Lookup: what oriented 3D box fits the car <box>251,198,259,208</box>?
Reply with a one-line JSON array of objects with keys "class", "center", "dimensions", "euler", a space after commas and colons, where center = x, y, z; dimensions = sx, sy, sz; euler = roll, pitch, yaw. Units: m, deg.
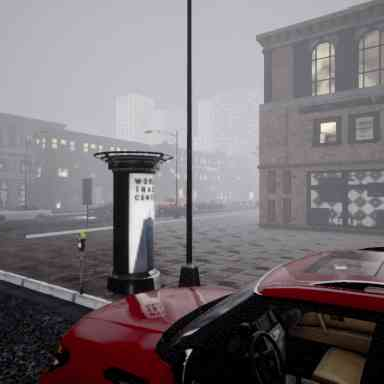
[{"class": "car", "center": [11.142, 1.676, 50.891], "dimensions": [1.967, 1.590, 4.097], "euler": [0, -1, 35]}]

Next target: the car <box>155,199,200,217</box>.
[{"class": "car", "center": [-1.520, 1.669, 32.774], "dimensions": [1.887, 1.381, 4.507], "euler": [0, 0, 35]}]

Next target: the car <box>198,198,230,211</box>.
[{"class": "car", "center": [2.685, 1.778, 43.350], "dimensions": [1.895, 1.301, 4.718], "euler": [0, 0, 35]}]

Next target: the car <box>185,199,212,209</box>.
[{"class": "car", "center": [1.108, 1.756, 51.185], "dimensions": [2.008, 1.369, 4.403], "euler": [0, 0, 35]}]

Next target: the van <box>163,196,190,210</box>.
[{"class": "van", "center": [-2.069, 1.518, 46.665], "dimensions": [1.690, 1.788, 3.998], "euler": [0, 0, 35]}]

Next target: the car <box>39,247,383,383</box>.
[{"class": "car", "center": [1.165, 1.315, 2.044], "dimensions": [5.009, 1.841, 2.192], "euler": [0, 0, 35]}]

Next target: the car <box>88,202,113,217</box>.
[{"class": "car", "center": [-8.312, 1.671, 33.250], "dimensions": [1.994, 1.385, 4.181], "euler": [0, 0, 36]}]

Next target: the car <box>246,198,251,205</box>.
[{"class": "car", "center": [10.637, 1.845, 64.750], "dimensions": [2.008, 1.369, 4.403], "euler": [0, -1, 35]}]

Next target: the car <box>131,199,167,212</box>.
[{"class": "car", "center": [-5.343, 1.674, 42.003], "dimensions": [1.752, 1.417, 4.829], "euler": [0, 0, 35]}]

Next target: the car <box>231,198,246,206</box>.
[{"class": "car", "center": [7.461, 1.815, 60.229], "dimensions": [2.008, 1.369, 4.403], "euler": [0, -1, 35]}]

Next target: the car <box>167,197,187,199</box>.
[{"class": "car", "center": [-2.503, 1.507, 41.513], "dimensions": [2.097, 1.767, 4.553], "euler": [0, 0, 35]}]

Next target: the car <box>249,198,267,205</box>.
[{"class": "car", "center": [13.814, 1.876, 69.273], "dimensions": [2.008, 1.369, 4.403], "euler": [0, -1, 35]}]

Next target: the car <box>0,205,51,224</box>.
[{"class": "car", "center": [-13.563, 1.668, 25.790], "dimensions": [1.895, 1.301, 4.718], "euler": [0, 0, 35]}]

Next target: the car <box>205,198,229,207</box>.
[{"class": "car", "center": [4.187, 1.759, 55.568], "dimensions": [1.752, 1.417, 4.829], "euler": [0, -1, 35]}]
